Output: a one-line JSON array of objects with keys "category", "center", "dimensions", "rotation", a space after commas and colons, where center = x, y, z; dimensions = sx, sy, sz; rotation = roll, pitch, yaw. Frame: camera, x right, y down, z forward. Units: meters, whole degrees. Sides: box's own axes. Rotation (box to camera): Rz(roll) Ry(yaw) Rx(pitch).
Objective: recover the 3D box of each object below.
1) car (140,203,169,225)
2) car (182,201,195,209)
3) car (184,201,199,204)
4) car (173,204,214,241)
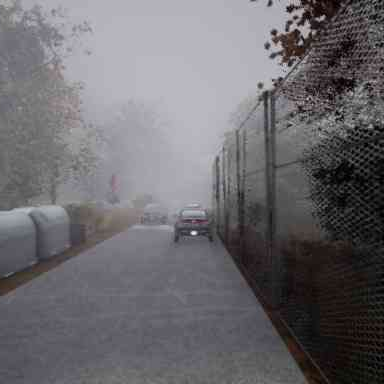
[{"category": "car", "center": [-2.870, 1.684, 26.099], "dimensions": [1.837, 1.490, 4.892], "rotation": [0, -1, 0]}, {"category": "car", "center": [-0.638, 2.563, 67.051], "dimensions": [2.128, 1.511, 4.902], "rotation": [0, -2, 7]}, {"category": "car", "center": [0.124, 1.849, 35.227], "dimensions": [1.812, 1.442, 4.674], "rotation": [0, -1, 1]}, {"category": "car", "center": [0.079, 1.584, 17.174], "dimensions": [1.837, 1.490, 4.892], "rotation": [0, -1, 0]}]
